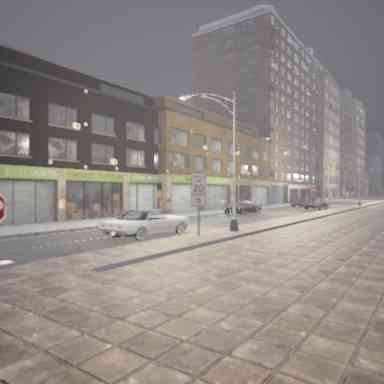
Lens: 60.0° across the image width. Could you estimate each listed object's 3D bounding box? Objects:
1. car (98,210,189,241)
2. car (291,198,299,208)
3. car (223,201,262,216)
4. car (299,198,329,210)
[{"bbox_3d":[-2.210,1.561,16.686,1.895,1.301,4.718,0,0,37],"label":"car"},{"bbox_3d":[15.368,1.493,45.861,2.033,1.411,5.357,0,0,36],"label":"car"},{"bbox_3d":[4.774,1.523,31.262,1.895,1.301,4.718,0,0,36],"label":"car"},{"bbox_3d":[15.355,1.457,41.029,2.033,1.411,5.357,0,0,36],"label":"car"}]
